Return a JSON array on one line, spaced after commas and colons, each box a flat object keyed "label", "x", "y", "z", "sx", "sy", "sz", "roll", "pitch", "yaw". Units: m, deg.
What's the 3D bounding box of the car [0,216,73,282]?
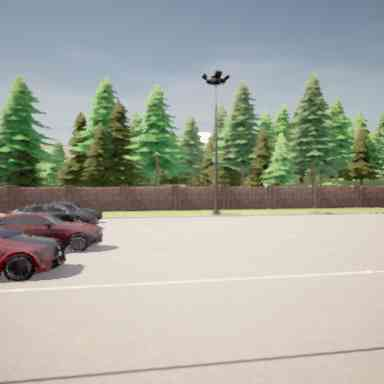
[{"label": "car", "x": -5.615, "y": 1.527, "z": 8.871, "sx": 4.181, "sy": 1.385, "sz": 1.994, "roll": 0, "pitch": 0, "yaw": -10}]

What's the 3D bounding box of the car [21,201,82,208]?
[{"label": "car", "x": -7.986, "y": 1.408, "z": 19.116, "sx": 4.892, "sy": 1.490, "sz": 1.837, "roll": 0, "pitch": 0, "yaw": -10}]

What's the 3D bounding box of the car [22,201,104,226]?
[{"label": "car", "x": -8.583, "y": 1.387, "z": 22.566, "sx": 4.892, "sy": 1.490, "sz": 1.837, "roll": 0, "pitch": 0, "yaw": -10}]

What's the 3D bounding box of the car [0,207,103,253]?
[{"label": "car", "x": -5.743, "y": 1.465, "z": 12.414, "sx": 4.674, "sy": 1.442, "sz": 1.812, "roll": 0, "pitch": 0, "yaw": -10}]
